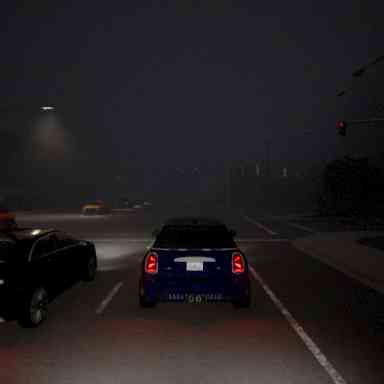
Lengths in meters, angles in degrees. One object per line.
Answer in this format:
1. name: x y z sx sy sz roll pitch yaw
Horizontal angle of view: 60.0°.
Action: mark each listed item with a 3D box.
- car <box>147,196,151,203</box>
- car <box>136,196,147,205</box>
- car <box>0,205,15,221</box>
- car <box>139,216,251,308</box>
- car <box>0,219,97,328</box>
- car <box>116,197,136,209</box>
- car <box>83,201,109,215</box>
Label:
1. car: -10.652 1.657 76.577 2.128 1.511 4.902 0 1 0
2. car: -10.664 1.791 65.248 2.128 1.511 4.902 0 1 0
3. car: -10.631 1.402 16.237 2.097 1.767 4.553 0 -1 0
4. car: 0.057 1.362 8.112 2.097 1.767 4.553 0 0 0
5. car: -3.448 1.502 6.971 2.128 1.511 4.902 0 0 0
6. car: -10.696 1.732 52.975 2.097 1.767 4.553 0 0 0
7. car: -10.670 1.753 37.333 1.882 1.535 5.008 0 -1 0
